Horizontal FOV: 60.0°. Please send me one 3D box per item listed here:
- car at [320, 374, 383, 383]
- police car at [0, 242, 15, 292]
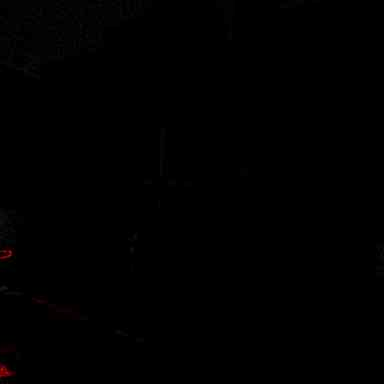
[{"bbox_3d":[2.430,1.588,1.070,4.403,1.369,2.008,2,2,35],"label":"car"},{"bbox_3d":[-5.763,1.200,6.998,5.238,1.638,1.930,2,1,35],"label":"police car"}]
